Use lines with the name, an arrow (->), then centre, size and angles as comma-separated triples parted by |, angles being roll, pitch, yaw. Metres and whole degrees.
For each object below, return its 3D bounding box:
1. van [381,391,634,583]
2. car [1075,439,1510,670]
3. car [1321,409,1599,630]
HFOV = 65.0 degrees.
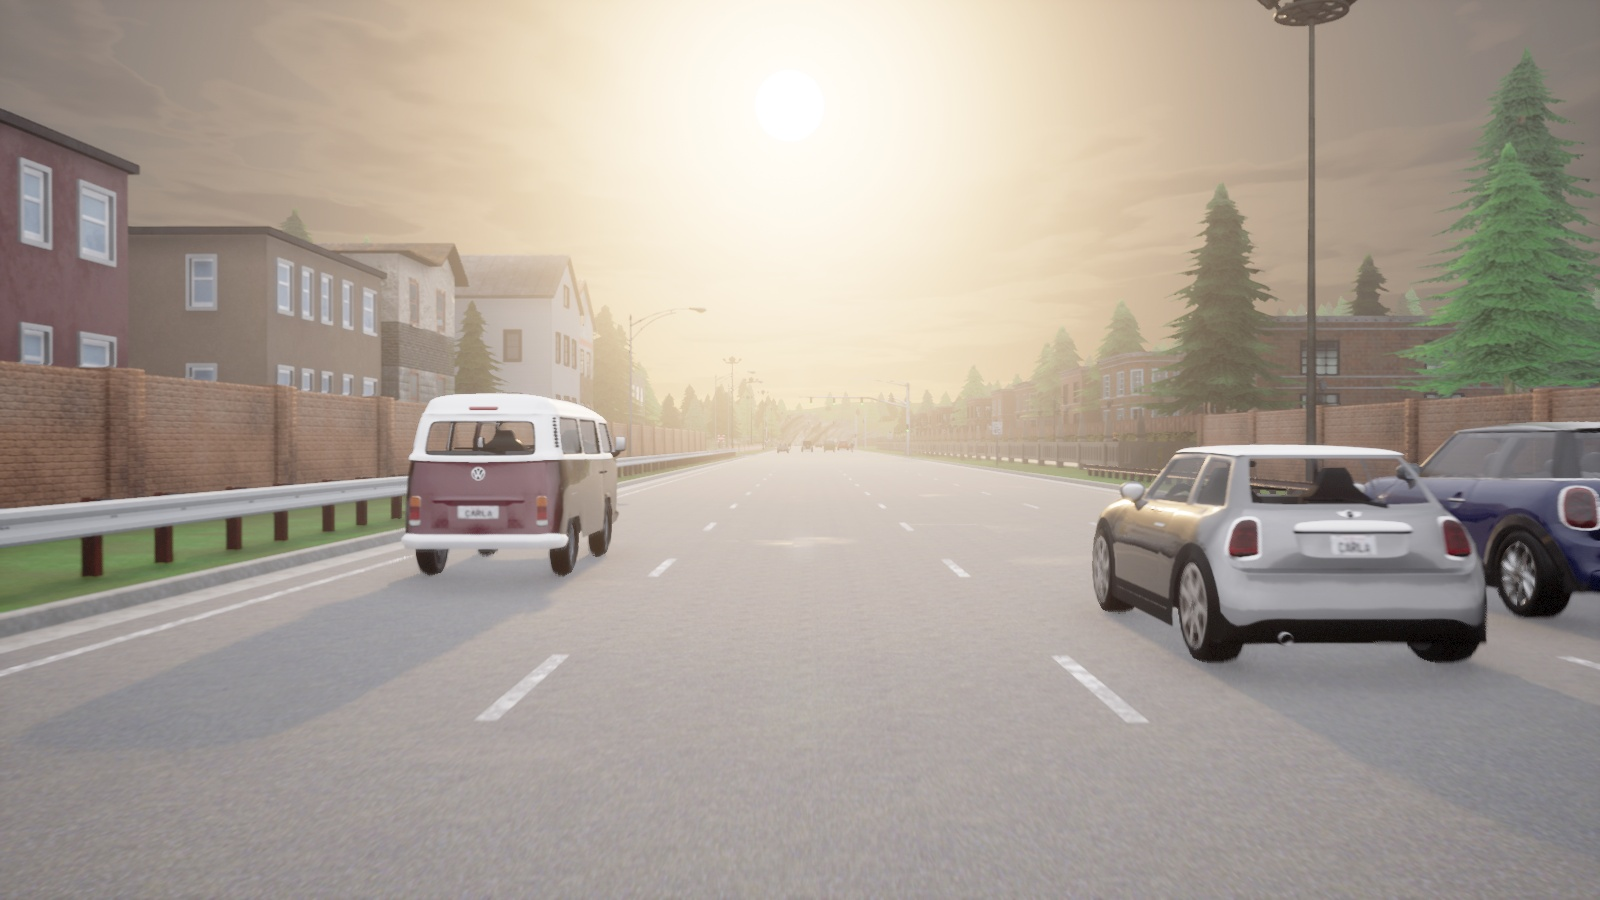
van -> -3.396, 0.379, 15.540 | 2.069, 2.038, 4.480 | 0, 0, 0
car -> 3.572, 0.658, 9.956 | 1.970, 1.475, 3.806 | 0, 0, 0
car -> 7.085, 0.541, 12.293 | 2.097, 1.767, 4.553 | 0, 0, 0
